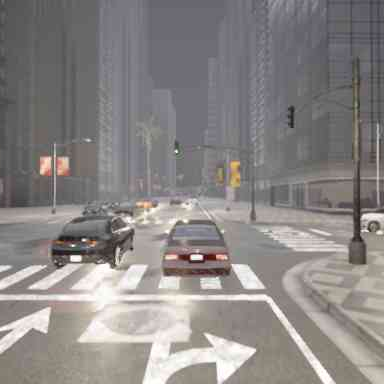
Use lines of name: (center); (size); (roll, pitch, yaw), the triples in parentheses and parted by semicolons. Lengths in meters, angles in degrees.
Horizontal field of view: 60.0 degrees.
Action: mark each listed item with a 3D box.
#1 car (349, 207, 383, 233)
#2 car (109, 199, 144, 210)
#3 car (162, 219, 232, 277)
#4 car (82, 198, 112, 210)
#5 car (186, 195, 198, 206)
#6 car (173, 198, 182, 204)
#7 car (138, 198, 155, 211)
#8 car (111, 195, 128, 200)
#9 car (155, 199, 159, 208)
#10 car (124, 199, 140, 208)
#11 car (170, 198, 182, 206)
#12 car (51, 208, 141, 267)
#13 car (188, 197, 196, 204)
car: (11.639, 1.555, 19.359); (4.674, 1.442, 1.812); (0, -1, -1)
car: (-6.588, 1.719, 34.257); (2.033, 1.411, 5.357); (0, 0, 0)
car: (0.102, 1.564, 10.376); (2.033, 1.411, 5.357); (0, 1, 0)
car: (-9.868, 1.676, 34.144); (1.837, 1.490, 4.892); (0, 0, -2)
car: (0.013, 1.599, 64.056); (2.150, 2.045, 5.566); (0, 0, 0)
car: (-3.236, 2.011, 74.752); (1.994, 1.385, 4.181); (0, 0, 0)
car: (-6.561, 1.582, 43.539); (2.097, 1.767, 4.553); (0, 0, 0)
car: (-9.809, 1.456, 44.164); (2.150, 2.045, 5.566); (0, 0, 0)
car: (-6.489, 1.791, 53.616); (2.128, 1.511, 4.902); (0, 0, 0)
car: (-9.739, 1.832, 54.510); (1.812, 1.442, 4.674); (0, 0, 0)
car: (-3.237, 1.857, 64.269); (1.882, 1.535, 5.008); (0, 0, 0)
car: (-3.152, 1.536, 11.439); (1.837, 1.490, 4.892); (0, 0, 0)
car: (0.015, 1.936, 74.633); (1.882, 1.535, 5.008); (0, 0, 0)
